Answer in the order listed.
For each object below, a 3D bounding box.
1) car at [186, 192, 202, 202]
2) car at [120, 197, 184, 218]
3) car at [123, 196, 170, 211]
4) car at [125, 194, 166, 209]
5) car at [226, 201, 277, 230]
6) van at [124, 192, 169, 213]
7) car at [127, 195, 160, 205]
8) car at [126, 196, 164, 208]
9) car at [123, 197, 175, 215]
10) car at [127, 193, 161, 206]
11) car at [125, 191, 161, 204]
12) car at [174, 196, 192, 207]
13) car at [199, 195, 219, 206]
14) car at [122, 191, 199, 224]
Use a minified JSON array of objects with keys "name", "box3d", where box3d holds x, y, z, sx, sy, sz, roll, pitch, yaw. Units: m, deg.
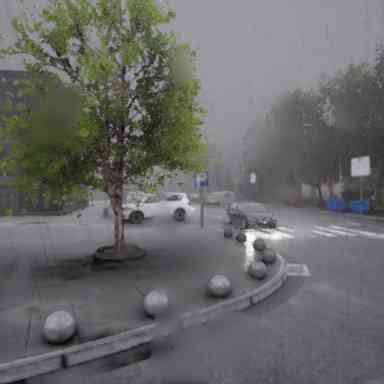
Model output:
[{"name":"car","box3d":[0.278,0.968,61.972,2.097,1.767,4.553,-1,0,-10]},{"name":"car","box3d":[-3.579,1.317,30.104,5.366,1.575,1.946,-2,0,-30]},{"name":"car","box3d":[-5.277,1.282,38.887,5.008,1.535,2.097,-2,1,-30]},{"name":"car","box3d":[-5.830,1.143,41.839,4.553,1.767,2.185,-2,0,-30]},{"name":"car","box3d":[3.415,1.343,19.972,1.837,1.490,4.892,-1,0,-11]},{"name":"van","box3d":[-4.876,1.073,35.865,4.442,1.987,1.878,-2,1,-30]},{"name":"car","box3d":[-7.804,1.246,53.709,4.792,1.488,2.163,-2,0,-30]},{"name":"car","box3d":[-6.306,1.295,44.810,4.674,1.452,2.002,-2,0,-30]},{"name":"car","box3d":[-4.262,1.350,32.971,4.674,1.452,2.002,-2,0,-30]},{"name":"car","box3d":[-7.291,1.103,50.738,4.553,1.767,2.185,-2,1,-30]},{"name":"car","box3d":[-8.315,0.955,56.664,5.566,2.045,2.435,-2,0,-30]},{"name":"car","box3d":[-1.334,1.310,47.303,1.895,1.301,4.718,-1,0,-9]},{"name":"car","box3d":[2.633,1.228,48.773,1.994,1.385,4.181,-1,0,-10]},{"name":"car","box3d":[-2.724,1.102,24.067,5.566,2.045,2.435,-2,1,-30]}]
